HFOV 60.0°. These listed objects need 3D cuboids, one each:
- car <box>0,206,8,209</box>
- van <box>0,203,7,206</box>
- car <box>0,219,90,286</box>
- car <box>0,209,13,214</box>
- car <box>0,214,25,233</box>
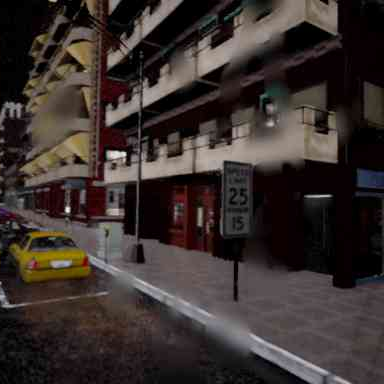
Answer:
[{"bbox_3d":[-13.670,1.969,23.774,1.887,1.381,4.507,3,-2,-34],"label":"car"},{"bbox_3d":[-16.811,1.840,28.489,1.690,1.788,3.998,3,-2,-34],"label":"van"},{"bbox_3d":[-4.453,1.738,9.982,1.752,1.417,4.829,3,-2,-34],"label":"car"},{"bbox_3d":[-10.525,1.896,19.067,1.887,1.381,4.507,3,-2,-34],"label":"car"},{"bbox_3d":[-7.380,1.830,14.359,2.008,1.369,4.403,3,-2,-34],"label":"car"}]
